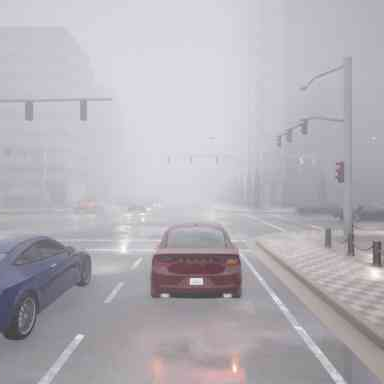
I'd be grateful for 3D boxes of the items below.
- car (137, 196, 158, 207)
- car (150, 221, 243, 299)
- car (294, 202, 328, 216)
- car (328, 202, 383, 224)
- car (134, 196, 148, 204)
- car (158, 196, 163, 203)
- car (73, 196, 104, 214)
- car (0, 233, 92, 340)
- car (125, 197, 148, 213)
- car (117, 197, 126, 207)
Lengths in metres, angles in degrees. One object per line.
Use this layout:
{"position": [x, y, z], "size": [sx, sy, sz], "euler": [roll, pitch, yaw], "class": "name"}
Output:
{"position": [-6.993, 1.491, 51.078], "size": [2.128, 1.511, 4.902], "euler": [0, 0, 0], "class": "car"}
{"position": [0.097, 1.478, 8.535], "size": [1.882, 1.535, 5.008], "euler": [0, 0, 0], "class": "car"}
{"position": [12.044, 1.545, 30.959], "size": [4.718, 1.301, 1.895], "euler": [0, 0, 1], "class": "car"}
{"position": [12.592, 1.545, 23.666], "size": [4.718, 1.301, 1.895], "euler": [0, 0, -1], "class": "car"}
{"position": [-10.374, 1.501, 67.597], "size": [2.128, 1.511, 4.902], "euler": [0, 0, 0], "class": "car"}
{"position": [-6.887, 1.494, 66.875], "size": [2.128, 1.511, 4.902], "euler": [0, 0, 1], "class": "car"}
{"position": [-10.535, 1.320, 34.121], "size": [2.097, 1.767, 4.553], "euler": [0, 0, 0], "class": "car"}
{"position": [-3.417, 1.526, 6.407], "size": [1.812, 1.442, 4.674], "euler": [0, 0, 0], "class": "car"}
{"position": [-6.139, 1.501, 36.586], "size": [1.812, 1.442, 4.674], "euler": [0, -1, -11], "class": "car"}
{"position": [-10.489, 1.504, 52.125], "size": [1.837, 1.490, 4.892], "euler": [0, 0, 0], "class": "car"}
